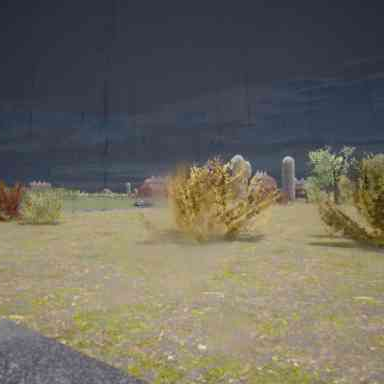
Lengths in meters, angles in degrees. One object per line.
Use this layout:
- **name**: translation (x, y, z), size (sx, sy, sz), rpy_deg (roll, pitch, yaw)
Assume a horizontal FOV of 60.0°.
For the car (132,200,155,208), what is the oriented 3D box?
- **car**: translation (-8.519, 2.073, 58.562), size (1.994, 1.385, 4.181), rpy_deg (-1, -1, 36)
